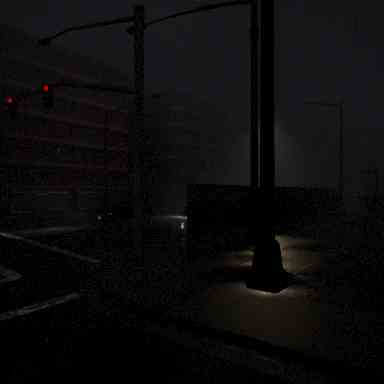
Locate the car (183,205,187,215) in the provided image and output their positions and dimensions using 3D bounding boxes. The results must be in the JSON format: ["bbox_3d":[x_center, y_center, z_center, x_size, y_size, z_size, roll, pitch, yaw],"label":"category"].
[{"bbox_3d":[1.002,1.505,33.226,1.837,1.490,4.892,0,0,35],"label":"car"}]

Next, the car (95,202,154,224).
[{"bbox_3d":[-4.927,1.491,24.787,2.128,1.511,4.902,0,0,35],"label":"car"}]
